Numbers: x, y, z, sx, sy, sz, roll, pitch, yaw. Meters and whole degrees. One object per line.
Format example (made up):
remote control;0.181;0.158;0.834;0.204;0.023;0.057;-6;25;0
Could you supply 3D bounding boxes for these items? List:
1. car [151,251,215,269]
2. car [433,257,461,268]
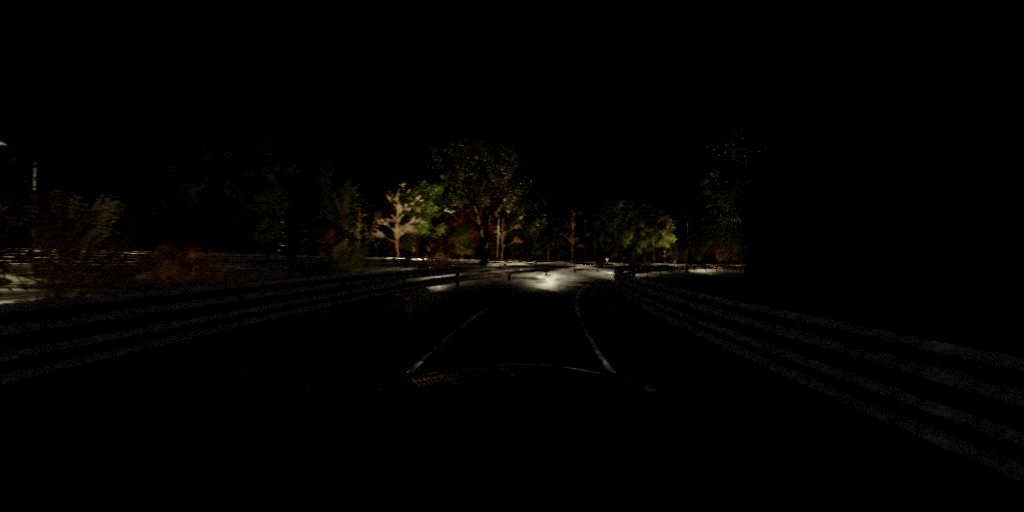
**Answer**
car;-32.614;0.399;35.155;4.902;1.511;2.128;2;0;-38
car;-9.845;1.157;53.207;4.892;1.490;1.837;2;0;-38
